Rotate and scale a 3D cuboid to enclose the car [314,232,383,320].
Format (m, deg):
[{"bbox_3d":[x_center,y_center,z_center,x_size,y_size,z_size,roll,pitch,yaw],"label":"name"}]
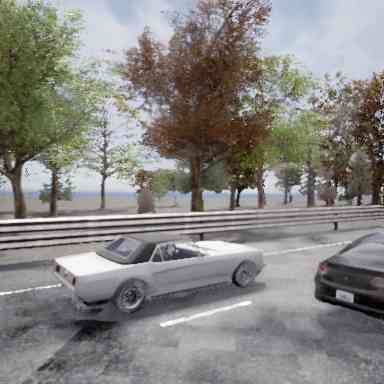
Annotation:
[{"bbox_3d":[4.388,1.543,6.741,4.674,1.442,1.812,0,0,-35],"label":"car"}]

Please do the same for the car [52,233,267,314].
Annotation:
[{"bbox_3d":[-0.508,1.604,7.608,4.718,1.301,1.895,0,0,-35],"label":"car"}]
